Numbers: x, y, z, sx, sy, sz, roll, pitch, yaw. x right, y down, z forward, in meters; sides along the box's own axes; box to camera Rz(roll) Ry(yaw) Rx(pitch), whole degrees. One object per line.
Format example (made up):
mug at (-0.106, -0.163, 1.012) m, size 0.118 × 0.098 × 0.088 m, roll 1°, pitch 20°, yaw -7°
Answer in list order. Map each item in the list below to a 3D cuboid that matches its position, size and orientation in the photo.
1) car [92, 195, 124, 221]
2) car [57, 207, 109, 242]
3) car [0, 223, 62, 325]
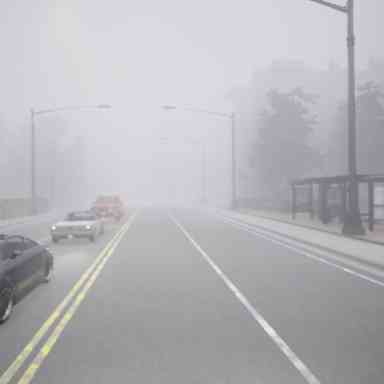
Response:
car at (-6.893, 1.265, 27.448) m, size 2.150 × 2.045 × 5.566 m, roll -1°, pitch 0°, yaw -7°
car at (-5.580, 1.647, 16.756) m, size 1.895 × 1.301 × 4.718 m, roll -1°, pitch 0°, yaw -7°
car at (-4.358, 1.612, 6.892) m, size 1.994 × 1.385 × 4.181 m, roll -1°, pitch 0°, yaw -7°
